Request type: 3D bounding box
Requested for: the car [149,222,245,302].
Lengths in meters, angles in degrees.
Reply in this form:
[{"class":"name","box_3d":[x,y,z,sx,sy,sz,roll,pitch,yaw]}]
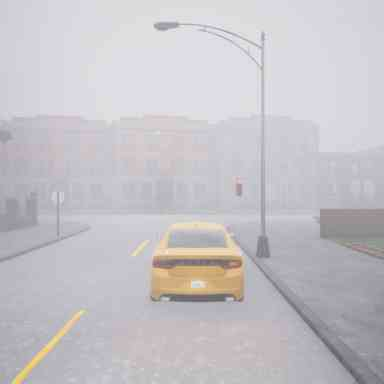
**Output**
[{"class":"car","box_3d":[0.107,1.478,8.334,1.882,1.535,5.008,0,0,0]}]
